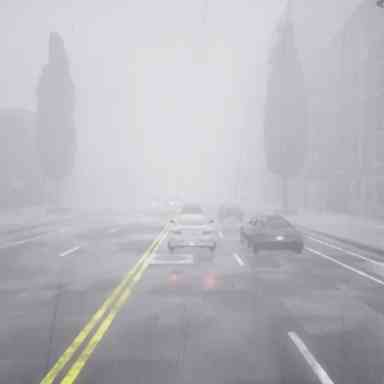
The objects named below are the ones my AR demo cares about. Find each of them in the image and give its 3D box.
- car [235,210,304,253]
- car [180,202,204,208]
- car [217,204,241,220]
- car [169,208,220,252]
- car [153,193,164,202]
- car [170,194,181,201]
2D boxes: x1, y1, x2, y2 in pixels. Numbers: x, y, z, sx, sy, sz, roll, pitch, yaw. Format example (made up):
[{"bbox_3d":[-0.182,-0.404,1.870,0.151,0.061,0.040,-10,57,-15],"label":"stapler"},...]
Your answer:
[{"bbox_3d":[3.257,1.685,14.288,1.994,1.385,4.181,0,0,0],"label":"car"},{"bbox_3d":[0.008,1.638,29.292,1.837,1.490,4.892,0,1,0],"label":"car"},{"bbox_3d":[3.255,1.732,29.093,1.895,1.301,4.718,0,0,0],"label":"car"},{"bbox_3d":[0.006,1.647,14.369,1.812,1.442,4.674,0,0,0],"label":"car"},{"bbox_3d":[-6.497,1.070,65.366,1.837,1.490,4.892,0,1,0],"label":"car"},{"bbox_3d":[-3.248,1.123,65.365,1.994,1.385,4.181,0,1,0],"label":"car"}]
